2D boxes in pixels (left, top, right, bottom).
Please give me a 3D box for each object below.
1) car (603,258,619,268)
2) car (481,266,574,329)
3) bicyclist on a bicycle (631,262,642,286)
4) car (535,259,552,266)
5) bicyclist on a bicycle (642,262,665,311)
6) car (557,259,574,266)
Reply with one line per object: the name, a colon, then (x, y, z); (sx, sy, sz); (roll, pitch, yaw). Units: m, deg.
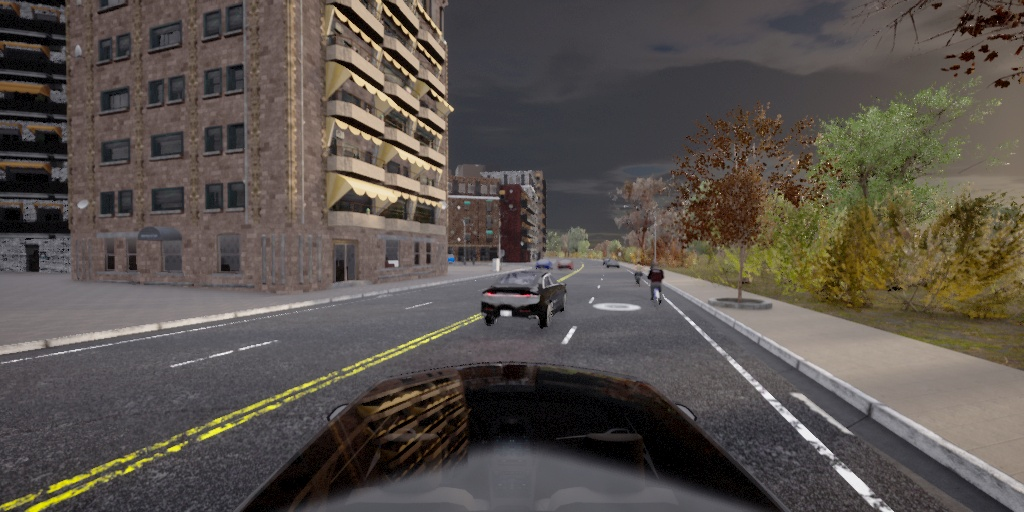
car: (16.495, 1.257, 58.847); (1.994, 1.385, 4.181); (0, 0, 12)
car: (0.566, 1.235, 11.425); (2.128, 1.511, 4.902); (0, 0, 17)
bicyclist on a bicycle: (8.316, 1.169, 23.570); (0.866, 1.612, 1.509); (0, 0, 16)
car: (4.607, 1.190, 51.367); (1.882, 1.535, 5.008); (0, 0, 14)
bicyclist on a bicycle: (5.443, 1.111, 13.583); (0.659, 1.776, 1.843); (0, 0, 17)
car: (7.316, 1.190, 48.910); (1.882, 1.535, 5.008); (0, 0, 14)
